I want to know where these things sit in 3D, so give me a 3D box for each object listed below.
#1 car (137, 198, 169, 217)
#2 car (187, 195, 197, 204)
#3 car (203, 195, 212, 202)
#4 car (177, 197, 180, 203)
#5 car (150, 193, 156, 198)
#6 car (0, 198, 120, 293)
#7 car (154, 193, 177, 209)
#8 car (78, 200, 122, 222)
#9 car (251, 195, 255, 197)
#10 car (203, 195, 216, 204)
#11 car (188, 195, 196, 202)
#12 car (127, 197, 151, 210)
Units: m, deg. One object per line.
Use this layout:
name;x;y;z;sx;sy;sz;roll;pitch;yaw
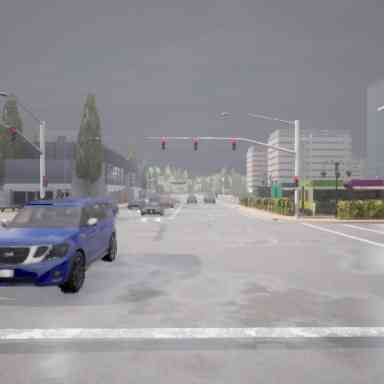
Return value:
car;-3.607;1.564;31.312;1.994;1.385;4.181;0;0;0
car;-0.016;1.491;63.705;2.128;1.511;4.902;0;0;0
car;3.482;1.397;73.981;1.812;1.442;4.674;0;0;0
car;-3.524;1.600;67.417;1.895;1.301;4.718;0;0;0
car;-7.038;1.224;65.717;2.150;2.045;5.566;0;0;0
car;-3.602;1.221;9.207;2.150;2.045;5.566;0;0;0
car;-3.609;1.353;46.083;2.097;1.767;4.553;0;0;0
car;-7.445;1.478;27.374;1.882;1.535;5.008;0;0;5
car;17.748;1.153;86.877;4.605;1.855;1.932;0;0;-2
car;3.484;1.491;63.706;2.128;1.511;4.902;0;0;0
car;-0.018;1.372;73.979;1.837;1.490;4.892;0;0;0
car;-7.110;1.548;43.390;2.033;1.411;5.357;0;0;0
